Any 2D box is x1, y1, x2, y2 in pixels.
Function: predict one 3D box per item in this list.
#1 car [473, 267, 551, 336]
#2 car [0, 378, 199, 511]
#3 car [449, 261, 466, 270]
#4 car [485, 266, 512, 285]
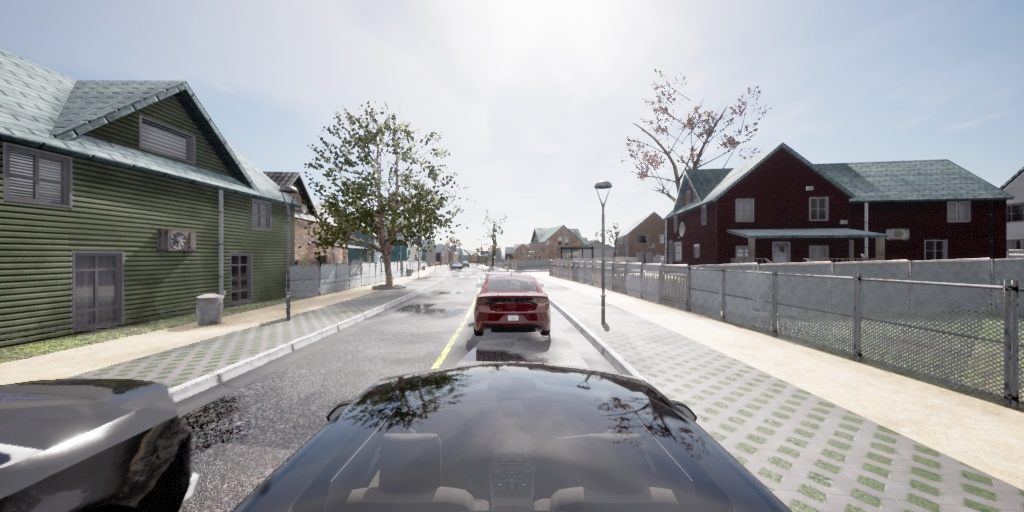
[{"bbox_3d":[-0.040,1.243,10.483,1.882,1.535,5.008,0,0,-2],"label":"car"},{"bbox_3d":[-2.932,1.241,0.187,2.128,1.511,4.902,0,0,1],"label":"car"},{"bbox_3d":[-9.656,1.775,62.573,2.033,1.411,5.357,0,-1,-11],"label":"car"},{"bbox_3d":[-1.159,1.486,28.513,1.895,1.301,4.718,0,-1,-6],"label":"car"}]
